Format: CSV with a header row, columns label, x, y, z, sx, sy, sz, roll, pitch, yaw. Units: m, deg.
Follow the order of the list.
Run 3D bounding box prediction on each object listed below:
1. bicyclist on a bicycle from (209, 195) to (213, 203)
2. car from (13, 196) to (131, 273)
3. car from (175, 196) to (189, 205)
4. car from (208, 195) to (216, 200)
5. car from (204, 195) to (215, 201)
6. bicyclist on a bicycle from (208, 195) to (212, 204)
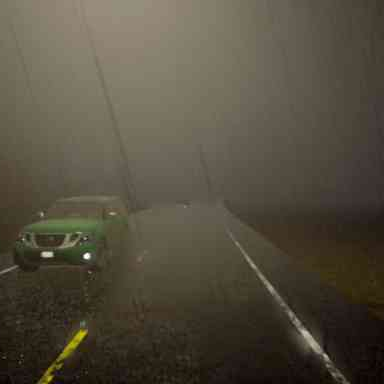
label,x,y,z,sx,sy,sz,roll,pitch,yaw
bicyclist on a bicycle,3.618,1.306,63.165,0.582,1.620,1.656,0,0,5
car,-3.490,1.163,10.890,2.150,2.045,5.566,0,0,1
car,-1.621,1.405,53.797,1.994,1.385,4.181,0,0,4
car,5.427,1.408,91.354,1.895,1.301,4.718,0,0,7
car,3.987,1.350,78.187,1.895,1.301,4.718,0,0,6
bicyclist on a bicycle,2.933,1.302,54.212,0.582,1.620,1.656,0,0,4
